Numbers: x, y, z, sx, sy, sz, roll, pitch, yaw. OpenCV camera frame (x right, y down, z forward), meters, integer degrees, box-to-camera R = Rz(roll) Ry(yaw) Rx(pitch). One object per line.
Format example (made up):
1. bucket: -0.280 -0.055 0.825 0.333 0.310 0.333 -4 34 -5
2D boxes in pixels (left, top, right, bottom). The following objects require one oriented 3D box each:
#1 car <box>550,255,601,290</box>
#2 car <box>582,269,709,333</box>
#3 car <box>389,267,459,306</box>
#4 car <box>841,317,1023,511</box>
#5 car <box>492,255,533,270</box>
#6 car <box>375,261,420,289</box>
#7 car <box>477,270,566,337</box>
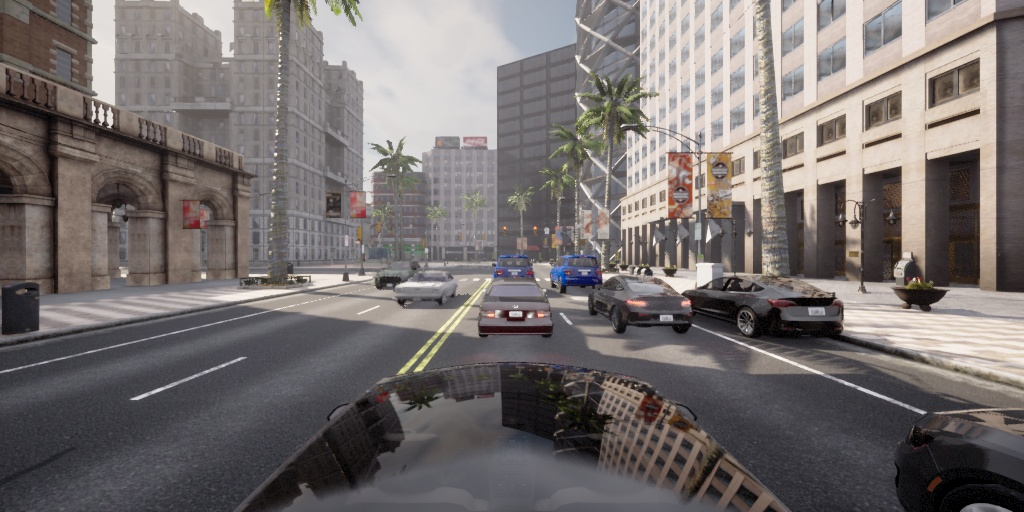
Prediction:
1. car: 3.547 0.971 20.589 2.150 2.045 5.566 0 0 -2
2. car: 3.564 1.276 10.625 1.812 1.442 4.674 0 0 -1
3. car: -3.622 1.351 15.932 1.895 1.301 4.718 0 0 0
4. car: 3.600 1.255 0.450 1.837 1.490 4.892 0 0 0
5. car: 0.048 0.971 20.455 2.150 2.045 5.566 0 0 -2
6. car: -7.090 1.100 23.029 2.097 1.767 4.553 0 0 0
7. car: 0.070 1.297 10.235 2.033 1.411 5.357 0 0 0
